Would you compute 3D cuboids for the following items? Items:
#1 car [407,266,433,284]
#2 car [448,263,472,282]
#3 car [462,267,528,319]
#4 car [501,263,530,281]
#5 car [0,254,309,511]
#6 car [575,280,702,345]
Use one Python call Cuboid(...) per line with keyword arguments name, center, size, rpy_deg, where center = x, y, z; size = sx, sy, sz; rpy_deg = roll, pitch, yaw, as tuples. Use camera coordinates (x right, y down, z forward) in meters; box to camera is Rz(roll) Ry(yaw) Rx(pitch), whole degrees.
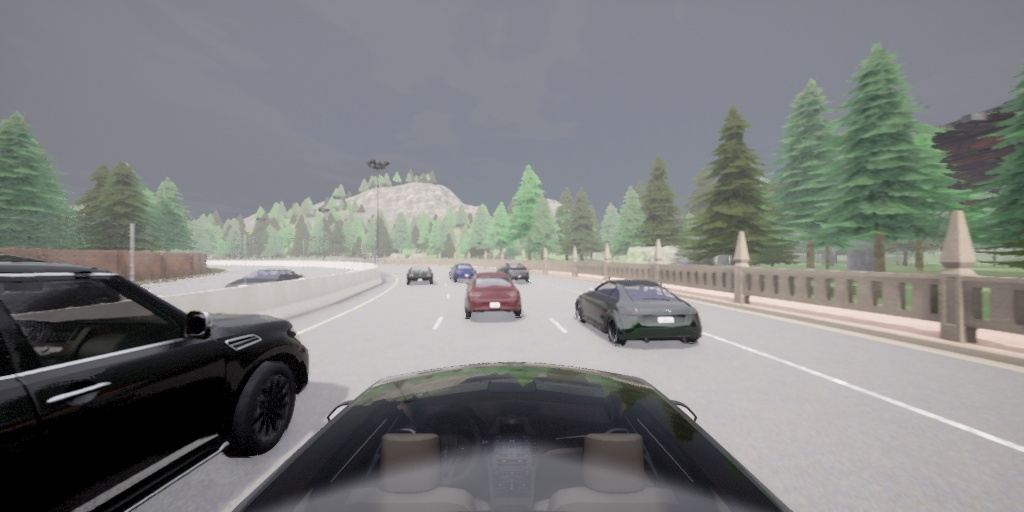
Cuboid(name="car", center=(-7.096, 1.412, 27.610), size=(1.895, 1.301, 4.718), rpy_deg=(0, 0, -15))
Cuboid(name="car", center=(-4.092, 1.330, 29.643), size=(1.812, 1.442, 4.674), rpy_deg=(0, 0, -16))
Cuboid(name="car", center=(-0.764, 1.294, 12.913), size=(1.812, 1.442, 4.674), rpy_deg=(0, 0, -6))
Cuboid(name="car", center=(-0.031, 1.279, 28.081), size=(2.128, 1.511, 4.902), rpy_deg=(0, 0, -14))
Cuboid(name="car", center=(-3.503, 0.984, 1.935), size=(2.150, 2.045, 5.566), rpy_deg=(0, 0, 0))
Cuboid(name="car", center=(3.072, 1.315, 9.534), size=(1.994, 1.385, 4.181), rpy_deg=(0, 0, -5))
